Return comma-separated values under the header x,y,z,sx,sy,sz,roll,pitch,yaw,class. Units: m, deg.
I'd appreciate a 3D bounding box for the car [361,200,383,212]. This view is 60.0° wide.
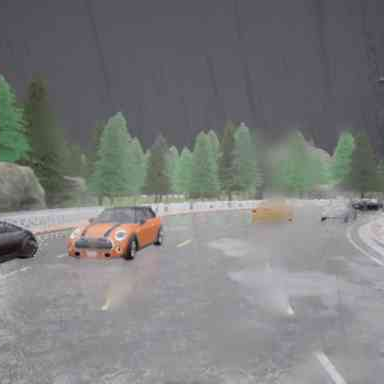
x,y,z,sx,sy,sz,roll,pitch,yaw,class
19.068,1.544,36.833,4.718,1.301,1.895,0,0,-32,car

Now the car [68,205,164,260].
x,y,z,sx,sy,sz,roll,pitch,yaw,class
-2.611,1.333,12.409,2.097,1.767,4.553,0,0,12,car

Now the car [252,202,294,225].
x,y,z,sx,sy,sz,roll,pitch,yaw,class
5.858,1.441,23.680,1.882,1.535,5.008,0,0,30,car

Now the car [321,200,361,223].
x,y,z,sx,sy,sz,roll,pitch,yaw,class
11.222,1.486,25.348,1.812,1.442,4.674,0,0,37,car

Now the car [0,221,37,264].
x,y,z,sx,sy,sz,roll,pitch,yaw,class
-6.464,1.549,9.759,1.994,1.385,4.181,0,0,7,car
